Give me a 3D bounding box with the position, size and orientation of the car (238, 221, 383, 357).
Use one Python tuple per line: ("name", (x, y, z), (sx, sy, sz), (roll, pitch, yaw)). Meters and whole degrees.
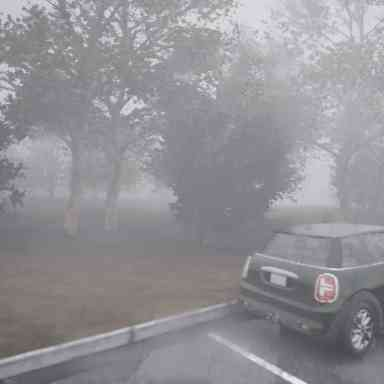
("car", (3.103, 1.374, 6.271), (4.553, 1.767, 2.185), (0, 0, -33))
